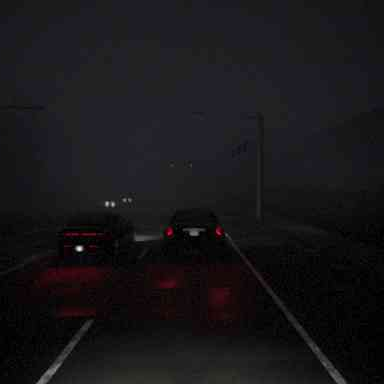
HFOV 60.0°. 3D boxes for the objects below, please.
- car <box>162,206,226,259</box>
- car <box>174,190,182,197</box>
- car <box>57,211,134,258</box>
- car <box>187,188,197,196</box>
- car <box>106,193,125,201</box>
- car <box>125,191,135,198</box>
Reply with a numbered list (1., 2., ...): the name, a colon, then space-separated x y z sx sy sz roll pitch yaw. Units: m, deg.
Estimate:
1. car: 0.079 1.316 12.668 2.097 1.767 4.553 0 0 0
2. car: -3.500 0.342 85.196 1.882 1.535 5.008 0 1 0
3. car: -3.420 1.465 12.557 1.837 1.490 4.892 0 0 0
4. car: 0.000 0.089 85.222 2.150 2.045 5.566 0 1 0
5. car: -14.025 0.858 59.581 2.128 1.511 4.902 0 1 0
6. car: -14.000 0.586 74.065 2.128 1.511 4.902 0 1 0
